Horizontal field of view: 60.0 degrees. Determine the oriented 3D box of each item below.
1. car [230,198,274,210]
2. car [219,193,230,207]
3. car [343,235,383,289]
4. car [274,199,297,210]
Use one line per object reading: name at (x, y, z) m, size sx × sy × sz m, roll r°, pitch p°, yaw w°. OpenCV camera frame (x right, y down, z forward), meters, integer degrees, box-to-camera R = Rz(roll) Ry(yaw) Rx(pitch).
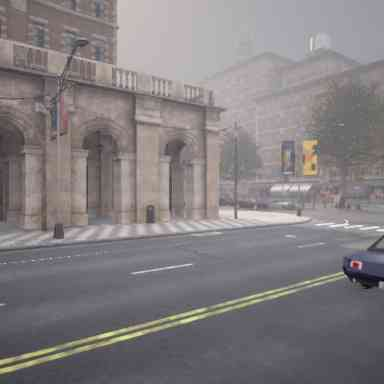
car at (7.585, 1.490, 42.750) m, size 1.882 × 1.535 × 5.008 m, roll 0°, pitch 0°, yaw -36°
car at (4.629, 1.232, 52.810) m, size 2.150 × 2.045 × 5.566 m, roll 0°, pitch 0°, yaw -36°
car at (5.721, 1.605, 7.971) m, size 4.718 × 1.301 × 1.895 m, roll 0°, pitch 0°, yaw -36°
car at (11.328, 1.615, 43.546) m, size 1.895 × 1.301 × 4.718 m, roll 0°, pitch 0°, yaw -36°
